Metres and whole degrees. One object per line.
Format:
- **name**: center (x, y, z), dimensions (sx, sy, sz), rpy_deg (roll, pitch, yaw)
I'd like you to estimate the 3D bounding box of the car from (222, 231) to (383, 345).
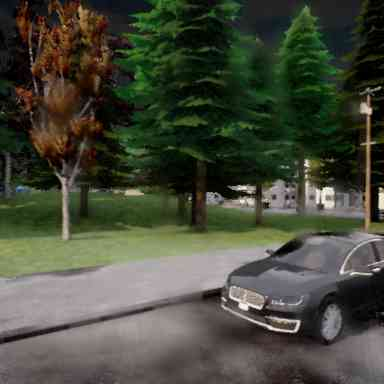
- **car**: center (2.783, 1.580, 6.588), dimensions (4.892, 1.490, 1.837), rpy_deg (1, -1, -35)
